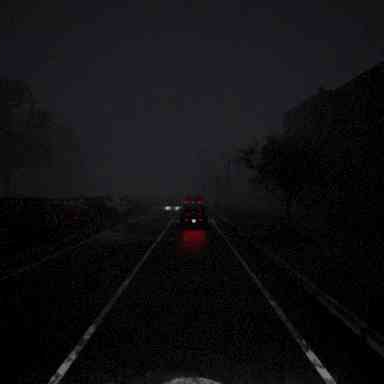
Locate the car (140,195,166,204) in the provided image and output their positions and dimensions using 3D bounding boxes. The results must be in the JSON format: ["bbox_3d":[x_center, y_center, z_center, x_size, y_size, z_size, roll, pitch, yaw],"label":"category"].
[{"bbox_3d":[-8.856,1.662,75.973,5.566,2.045,2.435,0,0,0],"label":"car"}]

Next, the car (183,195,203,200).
[{"bbox_3d":[0.119,1.379,41.215,2.150,2.045,5.566,0,0,0],"label":"car"}]

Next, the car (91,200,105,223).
[{"bbox_3d":[-8.833,1.522,22.714,4.892,1.521,2.231,0,0,0],"label":"car"}]

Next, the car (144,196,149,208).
[{"bbox_3d":[-9.043,1.653,45.136,5.366,1.575,1.946,0,0,0],"label":"car"}]

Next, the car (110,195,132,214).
[{"bbox_3d":[-8.873,1.313,31.125,5.566,2.045,2.435,0,0,0],"label":"car"}]

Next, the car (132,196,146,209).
[{"bbox_3d":[-8.850,1.633,42.336,5.008,1.535,2.097,0,0,0],"label":"car"}]

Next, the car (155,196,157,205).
[{"bbox_3d":[-8.838,1.779,56.349,4.792,1.488,2.163,0,0,0],"label":"car"}]

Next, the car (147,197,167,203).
[{"bbox_3d":[-8.886,1.985,84.381,4.892,1.521,2.231,0,0,0],"label":"car"}]

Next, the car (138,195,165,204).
[{"bbox_3d":[-8.854,1.639,73.170,5.566,2.045,2.435,0,0,0],"label":"car"}]

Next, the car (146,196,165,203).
[{"bbox_3d":[-8.921,1.835,81.579,4.553,1.767,2.185,0,0,0],"label":"car"}]

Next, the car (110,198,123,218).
[{"bbox_3d":[-8.837,1.550,28.320,5.008,1.535,2.097,0,0,0],"label":"car"}]

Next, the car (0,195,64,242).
[{"bbox_3d":[-8.866,1.230,14.306,5.566,2.045,2.435,0,0,0],"label":"car"}]

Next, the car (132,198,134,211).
[{"bbox_3d":[-8.843,1.580,33.931,4.892,1.521,2.231,0,0,0],"label":"car"}]

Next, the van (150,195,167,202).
[{"bbox_3d":[-9.014,1.805,89.989,4.442,1.987,1.878,0,0,0],"label":"van"}]

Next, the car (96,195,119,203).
[{"bbox_3d":[-22.002,1.753,86.666,5.566,2.045,2.435,0,0,0],"label":"car"}]

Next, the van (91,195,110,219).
[{"bbox_3d":[-8.957,1.310,25.518,4.442,1.987,1.878,0,0,0],"label":"van"}]

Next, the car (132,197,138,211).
[{"bbox_3d":[-8.821,1.625,36.728,4.792,1.488,2.163,0,0,0],"label":"car"}]

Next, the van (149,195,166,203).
[{"bbox_3d":[-9.011,1.781,87.186,4.442,1.987,1.878,0,0,0],"label":"van"}]

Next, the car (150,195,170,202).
[{"bbox_3d":[-8.871,1.803,92.793,5.566,2.045,2.435,0,0,0],"label":"car"}]

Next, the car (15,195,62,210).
[{"bbox_3d":[-21.911,1.426,47.565,5.566,2.045,2.435,0,0,0],"label":"car"}]

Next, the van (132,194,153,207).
[{"bbox_3d":[-8.745,1.477,50.745,4.442,1.987,1.878,0,0,0],"label":"van"}]

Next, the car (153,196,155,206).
[{"bbox_3d":[-8.836,1.755,53.546,4.792,1.488,2.163,0,0,0],"label":"car"}]

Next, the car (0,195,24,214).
[{"bbox_3d":[-21.901,1.344,36.548,5.566,2.045,2.435,0,0,0],"label":"car"}]

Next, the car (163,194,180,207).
[{"bbox_3d":[-3.266,1.505,57.667,2.150,2.045,5.566,0,0,1],"label":"car"}]

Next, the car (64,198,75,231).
[{"bbox_3d":[-8.806,1.367,17.106,4.553,1.767,2.185,0,0,0],"label":"car"}]

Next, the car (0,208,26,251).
[{"bbox_3d":[-8.845,1.472,11.500,4.892,1.521,2.231,0,0,0],"label":"car"}]

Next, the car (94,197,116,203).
[{"bbox_3d":[-21.943,2.011,83.889,4.792,1.488,2.163,0,0,0],"label":"car"}]

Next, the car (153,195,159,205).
[{"bbox_3d":[-8.864,1.773,59.152,5.008,1.535,2.097,0,0,0],"label":"car"}]

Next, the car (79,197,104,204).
[{"bbox_3d":[-21.967,1.889,72.785,4.892,1.521,2.231,0,0,0],"label":"car"}]

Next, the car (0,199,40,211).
[{"bbox_3d":[-21.932,1.672,41.993,4.674,1.452,2.002,0,0,0],"label":"car"}]

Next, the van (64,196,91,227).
[{"bbox_3d":[-8.722,1.281,19.911,4.442,1.987,1.878,0,0,0],"label":"van"}]

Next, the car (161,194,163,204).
[{"bbox_3d":[-8.846,1.718,67.563,4.553,1.767,2.185,0,0,0],"label":"car"}]

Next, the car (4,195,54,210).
[{"bbox_3d":[-21.908,1.404,44.903,5.566,2.045,2.435,0,0,0],"label":"car"}]

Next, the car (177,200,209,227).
[{"bbox_3d":[0.112,1.561,23.026,1.837,1.490,4.892,0,-1,0],"label":"car"}]

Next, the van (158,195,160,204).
[{"bbox_3d":[-8.755,1.570,61.957,4.442,1.987,1.878,0,0,0],"label":"van"}]

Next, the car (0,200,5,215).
[{"bbox_3d":[-21.956,1.609,33.763,4.792,1.488,2.163,0,0,0],"label":"car"}]

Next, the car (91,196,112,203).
[{"bbox_3d":[-22.000,1.832,81.113,4.553,1.767,2.185,0,0,0],"label":"car"}]
